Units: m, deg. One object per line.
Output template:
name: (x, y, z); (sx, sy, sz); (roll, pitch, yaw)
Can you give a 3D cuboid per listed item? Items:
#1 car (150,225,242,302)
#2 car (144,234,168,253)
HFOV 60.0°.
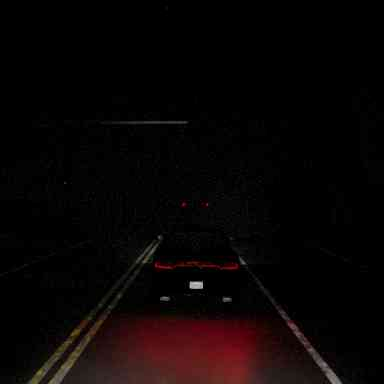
car: (0.085, 1.594, 8.582); (1.882, 1.535, 5.008); (1, -1, 0)
car: (-3.582, 5.337, 33.920); (1.837, 1.490, 4.892); (0, -14, 0)
